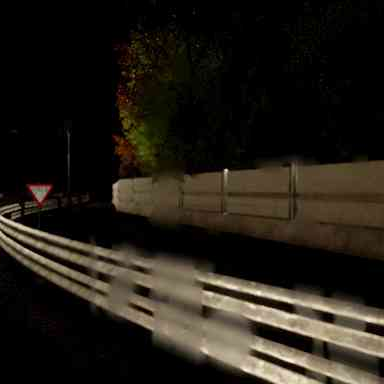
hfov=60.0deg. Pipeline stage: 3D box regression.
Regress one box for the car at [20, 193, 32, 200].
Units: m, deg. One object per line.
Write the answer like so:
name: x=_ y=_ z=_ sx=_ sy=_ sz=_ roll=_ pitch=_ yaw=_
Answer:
car: x=-33.850 y=0.927 z=67.862 sx=1.994 sy=1.385 sz=4.181 roll=0 pitch=0 yaw=-24
